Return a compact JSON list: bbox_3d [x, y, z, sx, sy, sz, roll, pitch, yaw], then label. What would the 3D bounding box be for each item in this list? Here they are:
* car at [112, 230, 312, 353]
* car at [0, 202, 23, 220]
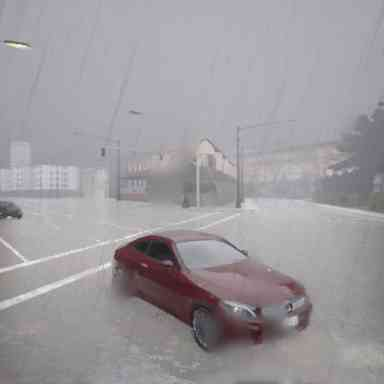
[{"bbox_3d":[-0.019,1.518,6.428,1.812,1.442,4.674,0,0,-36],"label":"car"},{"bbox_3d":[-15.302,1.505,27.267,2.033,1.411,5.357,0,1,-36],"label":"car"}]
